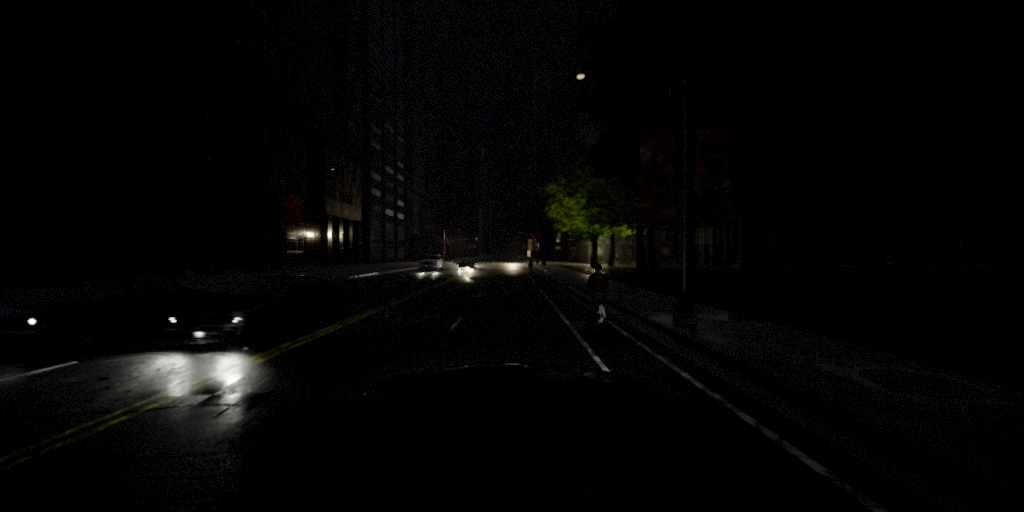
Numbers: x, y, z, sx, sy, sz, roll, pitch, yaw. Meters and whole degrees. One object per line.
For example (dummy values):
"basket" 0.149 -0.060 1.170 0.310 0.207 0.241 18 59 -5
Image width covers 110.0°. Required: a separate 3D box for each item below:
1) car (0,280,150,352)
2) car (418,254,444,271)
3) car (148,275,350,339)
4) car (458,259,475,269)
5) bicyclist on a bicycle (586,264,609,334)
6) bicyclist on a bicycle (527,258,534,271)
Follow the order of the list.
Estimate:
"car" -9.851 1.319 8.960 1.895 1.301 4.718 0 0 0
"car" -9.847 0.798 44.003 2.150 2.045 5.566 0 0 0
"car" -6.600 1.260 10.227 2.033 1.411 5.357 0 0 0
"car" -6.576 1.151 51.902 1.895 1.301 4.718 0 0 0
"bicyclist on a bicycle" 2.249 1.086 9.598 0.659 1.776 1.843 0 0 0
"bicyclist on a bicycle" 2.248 1.012 43.130 0.866 1.612 1.509 0 0 0
